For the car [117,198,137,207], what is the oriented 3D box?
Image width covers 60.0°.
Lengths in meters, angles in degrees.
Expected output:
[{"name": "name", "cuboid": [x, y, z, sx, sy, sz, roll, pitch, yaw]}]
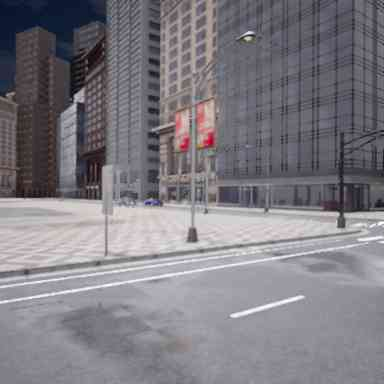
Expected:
[{"name": "car", "cuboid": [-11.618, 1.804, 58.961, 2.128, 1.511, 4.902, 1, -1, -35]}]

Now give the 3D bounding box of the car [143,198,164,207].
[{"name": "car", "cuboid": [-6.754, 1.804, 57.310, 1.882, 1.535, 5.008, 1, -1, -35]}]

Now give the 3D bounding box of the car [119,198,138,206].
[{"name": "car", "cuboid": [-12.537, 1.920, 65.454, 1.994, 1.385, 4.181, 1, -1, -35]}]
